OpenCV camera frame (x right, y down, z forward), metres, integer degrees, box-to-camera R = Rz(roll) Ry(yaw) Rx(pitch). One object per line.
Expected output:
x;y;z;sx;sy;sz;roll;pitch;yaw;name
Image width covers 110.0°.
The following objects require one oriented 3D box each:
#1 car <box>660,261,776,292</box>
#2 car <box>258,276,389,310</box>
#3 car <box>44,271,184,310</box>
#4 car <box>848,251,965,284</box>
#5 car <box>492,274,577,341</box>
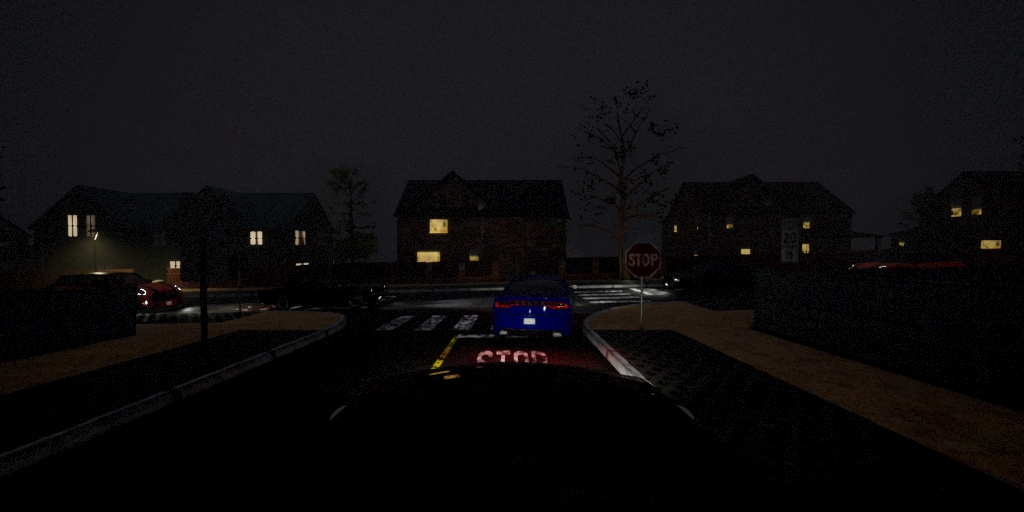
10.446;0.980;18.139;5.357;1.411;2.033;-1;1;-1;car
-7.812;1.506;15.210;4.718;1.301;1.895;-1;1;0;car
-16.800;1.471;15.202;4.553;1.767;2.097;-1;1;0;car
19.815;0.564;18.169;4.553;1.767;2.097;-1;1;0;car
0.786;1.226;10.003;1.882;1.535;5.008;0;0;10;car
